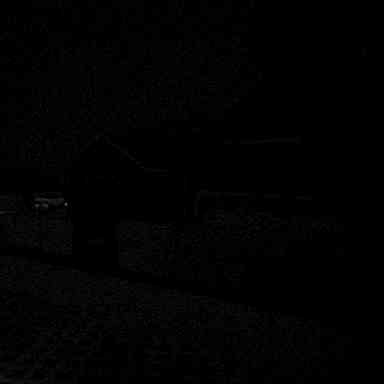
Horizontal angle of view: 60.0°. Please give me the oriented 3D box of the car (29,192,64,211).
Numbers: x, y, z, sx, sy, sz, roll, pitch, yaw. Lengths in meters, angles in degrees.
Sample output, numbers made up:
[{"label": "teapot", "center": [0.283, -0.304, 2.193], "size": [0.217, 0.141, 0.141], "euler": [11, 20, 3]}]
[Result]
[{"label": "car", "center": [-16.706, 1.100, 38.606], "size": [2.150, 2.045, 5.566], "euler": [2, 1, 0]}]
